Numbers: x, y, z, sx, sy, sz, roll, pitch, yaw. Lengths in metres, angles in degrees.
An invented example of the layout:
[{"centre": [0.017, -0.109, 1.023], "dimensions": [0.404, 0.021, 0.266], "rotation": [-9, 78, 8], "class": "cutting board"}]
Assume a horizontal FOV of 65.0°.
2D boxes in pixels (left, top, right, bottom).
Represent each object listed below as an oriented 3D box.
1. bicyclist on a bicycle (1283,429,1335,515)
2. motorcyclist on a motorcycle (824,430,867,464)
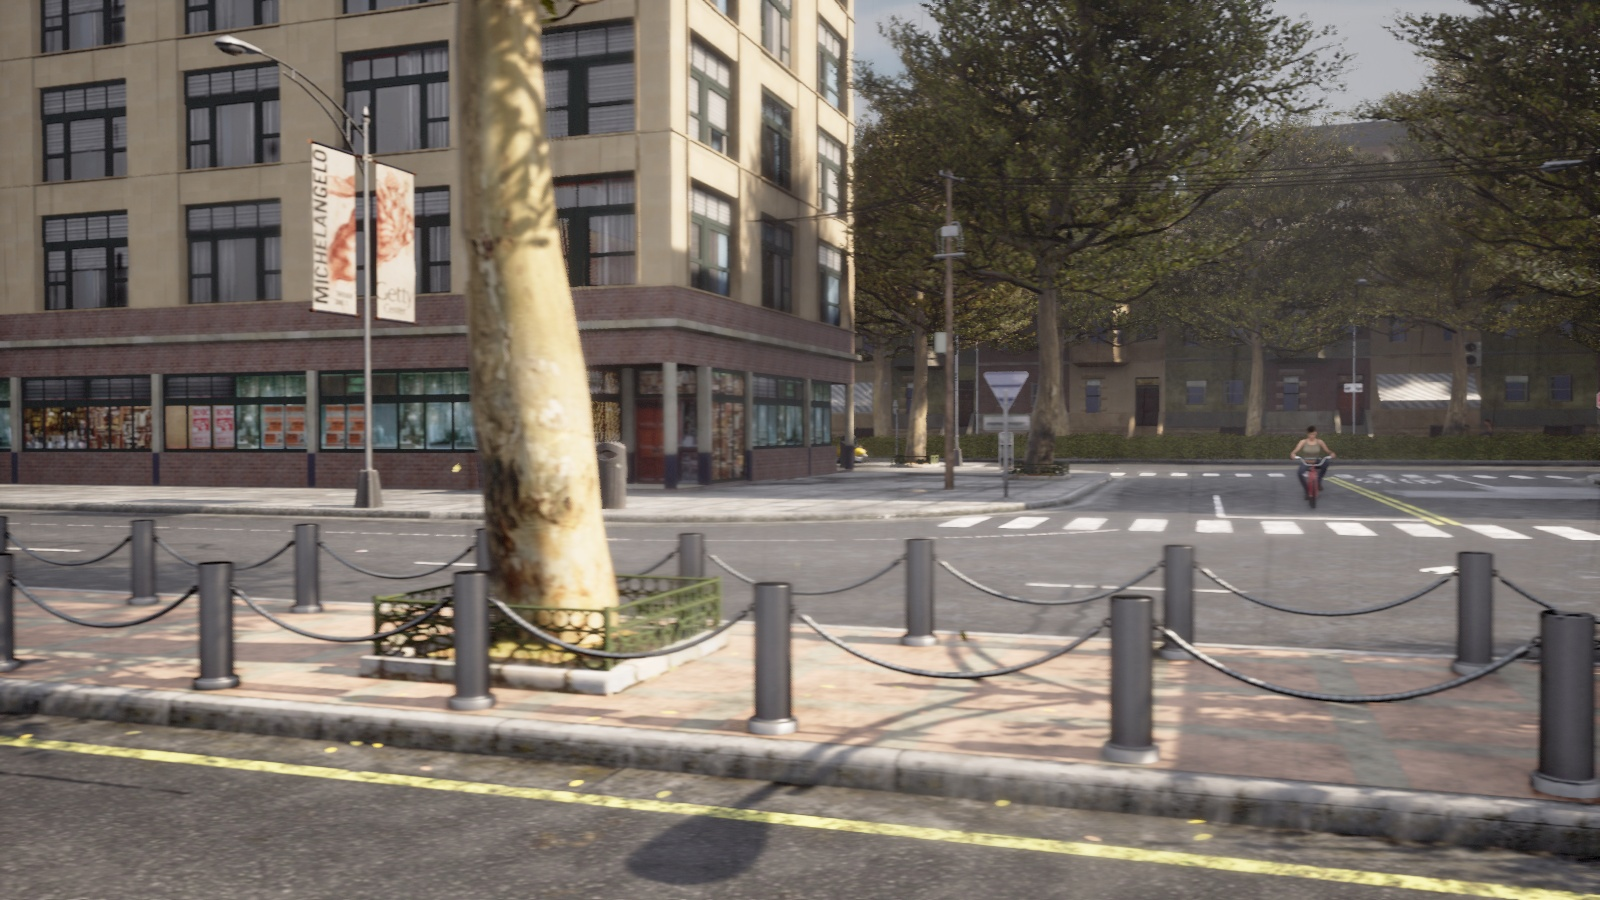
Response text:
[{"centre": [9.954, 0.406, 24.603], "dimensions": [0.866, 1.612, 1.509], "rotation": [0, 1, 19], "class": "bicyclist on a bicycle"}, {"centre": [2.122, -0.147, 58.362], "dimensions": [1.817, 1.590, 0.866], "rotation": [1, 1, 19], "class": "motorcyclist on a motorcycle"}]
